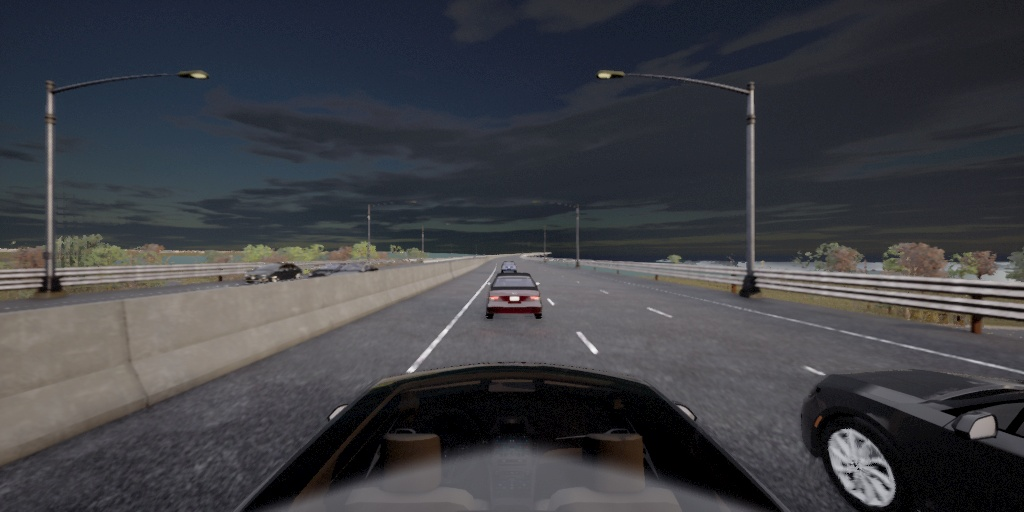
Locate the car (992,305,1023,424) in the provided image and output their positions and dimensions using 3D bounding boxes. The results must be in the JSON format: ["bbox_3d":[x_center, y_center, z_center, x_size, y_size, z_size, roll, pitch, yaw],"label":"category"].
[{"bbox_3d":[7.091,1.312,2.464,1.994,1.385,4.181,0,0,0],"label":"car"}]

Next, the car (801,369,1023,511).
[{"bbox_3d":[3.593,1.254,1.314,1.837,1.490,4.892,0,0,0],"label":"car"}]

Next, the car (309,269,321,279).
[{"bbox_3d":[-14.311,1.300,29.088,2.033,1.411,5.357,0,0,-1],"label":"car"}]

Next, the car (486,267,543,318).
[{"bbox_3d":[0.055,1.298,13.018,2.033,1.411,5.357,0,0,0],"label":"car"}]

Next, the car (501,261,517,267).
[{"bbox_3d":[-0.373,1.289,42.039,2.033,1.411,5.357,0,0,-1],"label":"car"}]

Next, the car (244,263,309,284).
[{"bbox_3d":[-17.785,1.259,27.004,1.837,1.490,4.892,0,0,-1],"label":"car"}]

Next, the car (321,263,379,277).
[{"bbox_3d":[-10.760,1.244,24.885,2.128,1.511,4.902,0,0,-1],"label":"car"}]
